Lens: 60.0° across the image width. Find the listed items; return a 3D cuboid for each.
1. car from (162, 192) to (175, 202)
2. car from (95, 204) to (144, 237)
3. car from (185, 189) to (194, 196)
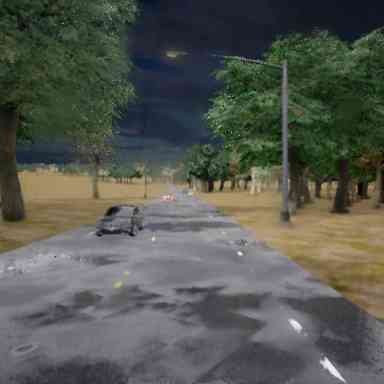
[{"bbox_3d":[-4.183,0.868,60.201,2.097,1.767,4.553,0,1,-1],"label":"car"},{"bbox_3d":[-3.666,1.438,17.524,1.837,1.490,4.892,0,0,0],"label":"car"},{"bbox_3d":[-0.285,0.331,93.139,1.801,1.575,5.366,0,1,-2],"label":"car"}]
